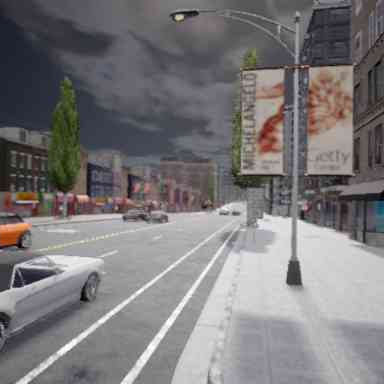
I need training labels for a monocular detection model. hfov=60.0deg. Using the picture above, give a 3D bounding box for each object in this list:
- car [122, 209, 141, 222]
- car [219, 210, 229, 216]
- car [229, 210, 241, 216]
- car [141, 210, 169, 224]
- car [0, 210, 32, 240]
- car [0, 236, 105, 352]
[{"bbox_3d":[-7.027,2.878,41.052,1.837,1.490,4.892,1,-3,11],"label":"car"},{"bbox_3d":[8.505,5.764,90.052,1.895,1.301,4.718,1,-3,10],"label":"car"},{"bbox_3d":[11.625,5.694,89.033,1.837,1.490,4.892,1,-3,10],"label":"car"},{"bbox_3d":[-4.076,2.887,39.134,1.812,1.442,4.674,1,-3,11],"label":"car"},{"bbox_3d":[-8.723,1.610,13.571,2.097,1.767,4.553,1,-2,10],"label":"car"},{"bbox_3d":[-3.378,1.733,6.075,1.895,1.301,4.718,1,-2,10],"label":"car"}]
